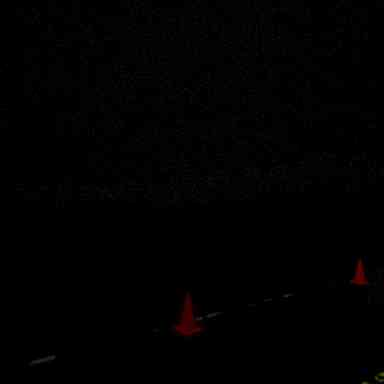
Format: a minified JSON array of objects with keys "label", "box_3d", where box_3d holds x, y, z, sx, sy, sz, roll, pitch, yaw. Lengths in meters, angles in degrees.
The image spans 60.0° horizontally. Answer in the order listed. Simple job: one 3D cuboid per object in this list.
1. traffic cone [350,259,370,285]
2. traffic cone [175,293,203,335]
[{"label":"traffic cone","box_3d":[4.158,1.950,8.230,0.340,0.580,0.340,0,0,-33]},{"label":"traffic cone","box_3d":[-0.055,1.950,5.425,0.340,0.580,0.340,0,0,-34]}]
